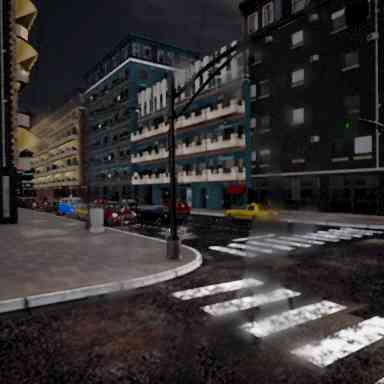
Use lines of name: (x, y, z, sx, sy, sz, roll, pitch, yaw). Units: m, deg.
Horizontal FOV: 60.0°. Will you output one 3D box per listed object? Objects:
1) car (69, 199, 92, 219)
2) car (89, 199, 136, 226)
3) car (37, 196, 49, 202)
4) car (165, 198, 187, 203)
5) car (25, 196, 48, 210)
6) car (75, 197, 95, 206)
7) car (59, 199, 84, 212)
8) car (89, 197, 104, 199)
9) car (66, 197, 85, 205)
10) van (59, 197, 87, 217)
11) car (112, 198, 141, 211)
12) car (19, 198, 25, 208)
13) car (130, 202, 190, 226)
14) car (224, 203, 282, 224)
car: (-8.688, 1.636, 28.481, 1.752, 1.417, 4.829, -1, 1, -35)
car: (-5.577, 1.537, 24.112, 1.967, 1.590, 4.097, -1, 1, -35)
car: (-37.294, 1.699, 83.058, 1.887, 1.381, 4.507, -1, 1, -35)
car: (-1.964, 1.411, 33.481, 1.967, 1.590, 4.097, -1, 1, -35)
car: (-21.636, 1.613, 46.646, 1.967, 1.590, 4.097, -1, 1, -35)
car: (-18.022, 1.614, 56.016, 1.947, 1.339, 4.313, -1, 1, -35)
car: (-15.431, 1.673, 42.456, 1.994, 1.385, 4.181, -1, 1, -35)
car: (-14.812, 1.472, 51.508, 1.967, 1.590, 4.097, -1, 1, -35)
car: (-21.234, 1.616, 60.523, 2.008, 1.369, 4.403, -1, 1, -35)
van: (-12.002, 1.468, 33.124, 1.690, 1.788, 3.998, -1, 1, -35)
car: (-8.387, 1.552, 42.496, 2.008, 1.369, 4.403, -1, 1, -35)
car: (-24.846, 1.755, 51.153, 1.947, 1.339, 4.313, -1, 1, -35)
car: (-2.377, 1.649, 24.089, 1.895, 1.301, 4.718, -1, 1, -35)
car: (4.362, 1.468, 24.607, 1.752, 1.417, 4.829, -1, 1, -35)
